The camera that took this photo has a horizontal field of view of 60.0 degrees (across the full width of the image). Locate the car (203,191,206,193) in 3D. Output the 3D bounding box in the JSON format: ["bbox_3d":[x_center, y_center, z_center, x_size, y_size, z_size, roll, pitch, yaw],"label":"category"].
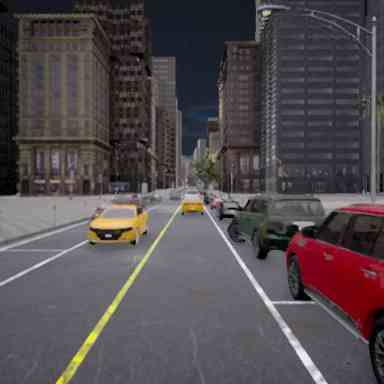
[{"bbox_3d":[2.757,0.981,53.544,1.947,1.339,4.313,0,1,0],"label":"car"}]

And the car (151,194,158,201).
[{"bbox_3d":[-7.506,0.880,47.621,4.403,1.369,2.008,-1,1,-9],"label":"car"}]

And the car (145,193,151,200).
[{"bbox_3d":[-5.766,1.092,34.219,1.967,1.590,4.097,0,1,0],"label":"car"}]

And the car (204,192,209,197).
[{"bbox_3d":[2.757,1.076,46.178,1.947,1.339,4.313,0,1,0],"label":"car"}]

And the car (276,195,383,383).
[{"bbox_3d":[3.105,1.170,4.968,2.150,2.045,5.566,0,1,0],"label":"car"}]

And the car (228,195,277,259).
[{"bbox_3d":[2.992,1.101,12.207,2.150,2.045,5.566,0,1,-4],"label":"car"}]

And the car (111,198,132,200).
[{"bbox_3d":[-5.766,1.347,23.619,1.802,1.307,4.206,0,1,0],"label":"car"}]

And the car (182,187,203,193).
[{"bbox_3d":[0.060,0.715,47.311,2.150,2.045,5.566,0,1,0],"label":"car"}]

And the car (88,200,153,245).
[{"bbox_3d":[-3.102,1.330,14.848,1.882,1.535,5.008,0,1,0],"label":"car"}]

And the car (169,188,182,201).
[{"bbox_3d":[-3.011,0.694,60.398,2.097,1.767,4.553,0,1,0],"label":"car"}]

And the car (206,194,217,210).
[{"bbox_3d":[2.759,1.221,35.378,1.802,1.307,4.206,0,1,0],"label":"car"}]

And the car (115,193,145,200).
[{"bbox_3d":[-5.766,1.025,28.916,2.192,1.841,5.009,0,1,0],"label":"car"}]

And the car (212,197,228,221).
[{"bbox_3d":[2.759,1.321,24.579,1.947,1.339,4.313,0,1,0],"label":"car"}]

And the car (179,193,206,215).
[{"bbox_3d":[0.058,1.173,30.288,1.882,1.535,5.008,0,1,0],"label":"car"}]

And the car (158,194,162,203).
[{"bbox_3d":[-5.769,0.997,53.548,1.802,1.307,4.206,0,1,0],"label":"car"}]
